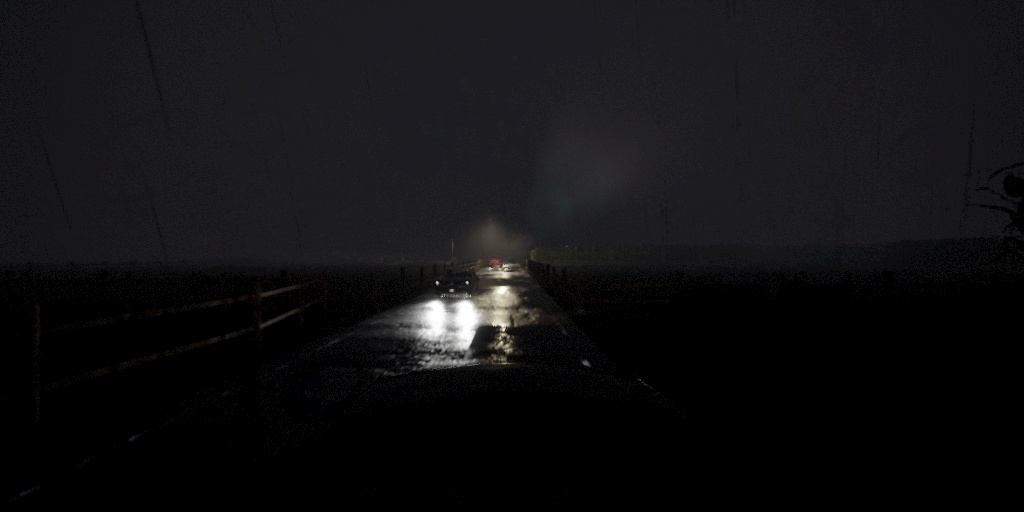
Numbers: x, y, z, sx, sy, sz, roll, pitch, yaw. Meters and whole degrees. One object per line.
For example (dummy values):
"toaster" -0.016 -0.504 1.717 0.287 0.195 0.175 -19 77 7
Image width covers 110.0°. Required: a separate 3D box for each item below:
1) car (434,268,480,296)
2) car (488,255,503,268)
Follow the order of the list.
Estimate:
"car" -2.853 1.341 19.276 1.895 1.301 4.718 0 0 0
"car" -2.790 0.910 61.609 2.150 2.045 5.566 0 0 1
